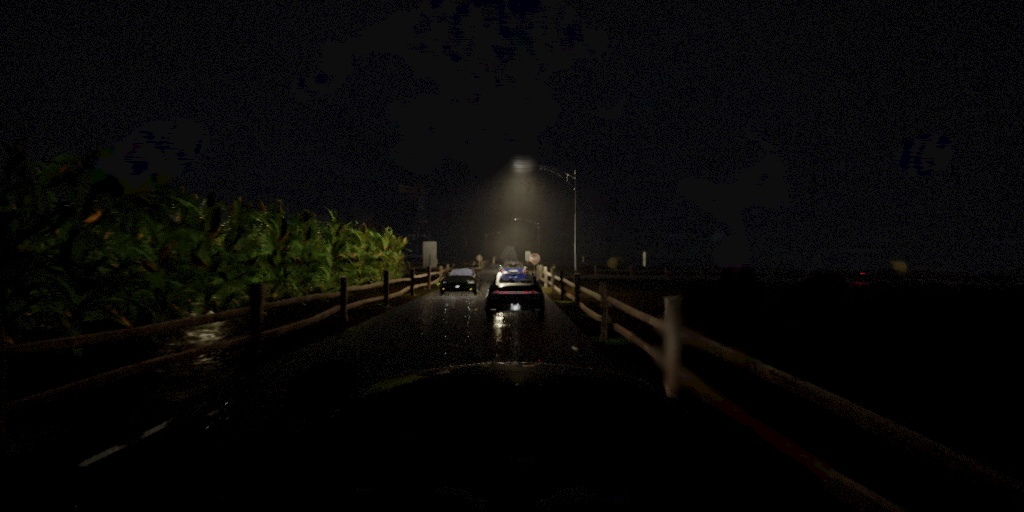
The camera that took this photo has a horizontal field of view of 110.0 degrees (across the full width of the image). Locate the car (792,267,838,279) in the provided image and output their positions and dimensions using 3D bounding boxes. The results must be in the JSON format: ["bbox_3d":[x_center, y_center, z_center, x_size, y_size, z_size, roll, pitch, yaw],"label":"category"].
[{"bbox_3d":[36.670,2.054,43.415,4.674,1.442,1.812,1,1,0],"label":"car"}]

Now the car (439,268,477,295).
[{"bbox_3d":[-2.828,1.399,20.527,1.994,1.385,4.181,0,0,0],"label":"car"}]

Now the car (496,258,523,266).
[{"bbox_3d":[0.102,1.221,28.258,2.097,1.767,4.553,0,0,0],"label":"car"}]

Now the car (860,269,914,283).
[{"bbox_3d":[42.354,2.206,40.540,4.892,1.490,1.837,1,1,1],"label":"car"}]

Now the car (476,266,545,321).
[{"bbox_3d":[0.101,1.293,12.791,2.128,1.511,4.902,0,0,0],"label":"car"}]
